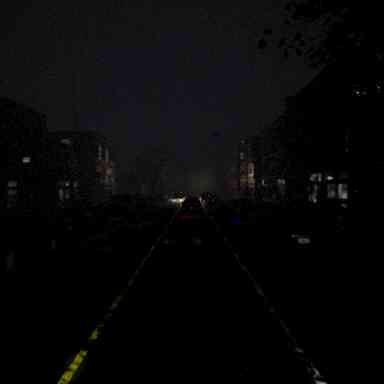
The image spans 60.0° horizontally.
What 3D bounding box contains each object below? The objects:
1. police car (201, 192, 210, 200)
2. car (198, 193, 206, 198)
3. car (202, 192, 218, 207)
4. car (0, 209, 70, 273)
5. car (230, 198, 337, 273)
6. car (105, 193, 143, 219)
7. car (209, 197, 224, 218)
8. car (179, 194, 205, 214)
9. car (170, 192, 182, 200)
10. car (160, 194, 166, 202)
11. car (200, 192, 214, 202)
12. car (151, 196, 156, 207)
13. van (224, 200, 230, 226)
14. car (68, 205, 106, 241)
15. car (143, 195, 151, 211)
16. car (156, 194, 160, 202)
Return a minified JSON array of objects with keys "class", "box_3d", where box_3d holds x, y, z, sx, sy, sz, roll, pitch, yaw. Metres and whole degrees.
[{"class":"police car","box_3d":[2.999,0.867,74.955,1.930,1.638,5.238,0,0,0]},{"class":"car","box_3d":[2.686,0.889,87.985,1.887,1.381,4.507,-1,0,0]},{"class":"car","box_3d":[2.686,1.116,43.633,1.967,1.590,4.097,-1,0,0]},{"class":"car","box_3d":[-5.693,1.467,10.371,1.887,1.381,4.507,-1,0,0]},{"class":"car","box_3d":[2.686,1.237,10.369,2.192,1.841,5.009,-1,0,0]},{"class":"car","box_3d":[-5.696,1.114,27.001,2.192,1.841,5.009,-1,0,0]},{"class":"car","box_3d":[2.688,1.350,27.003,2.008,1.369,4.403,-1,0,0]},{"class":"car","box_3d":[0.006,1.242,31.721,1.882,1.535,5.008,0,0,0]},{"class":"car","box_3d":[-3.001,0.787,72.789,2.097,1.767,4.553,0,0,0]},{"class":"car","box_3d":[-5.693,1.117,60.266,1.947,1.339,4.313,-1,0,0]},{"class":"car","box_3d":[2.685,0.866,60.264,2.192,1.841,5.009,-1,0,0]},{"class":"car","box_3d":[-5.693,1.283,38.090,1.947,1.339,4.313,-1,0,0]},{"class":"van","box_3d":[2.686,1.223,15.913,1.690,1.788,3.998,-1,0,0]},{"class":"car","box_3d":[-5.693,1.463,15.915,1.802,1.307,4.206,-1,0,0]},{"class":"car","box_3d":[-5.695,1.073,32.545,2.192,1.841,5.009,-1,0,0]},{"class":"car","box_3d":[-5.693,1.220,43.634,1.887,1.381,4.507,-1,0,0]}]
